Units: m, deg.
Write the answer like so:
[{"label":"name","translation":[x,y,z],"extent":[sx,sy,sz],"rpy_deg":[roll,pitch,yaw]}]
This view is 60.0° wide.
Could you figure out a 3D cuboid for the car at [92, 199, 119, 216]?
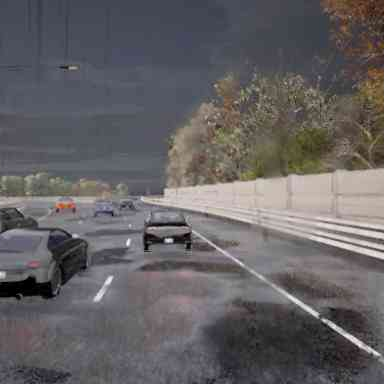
[{"label":"car","translation":[-8.882,1.597,33.203],"extent":[2.033,1.411,5.357],"rpy_deg":[0,0,-18]}]

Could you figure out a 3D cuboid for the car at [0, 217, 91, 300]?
[{"label":"car","translation":[-3.951,1.585,8.474],"extent":[1.994,1.385,4.181],"rpy_deg":[0,0,-4]}]

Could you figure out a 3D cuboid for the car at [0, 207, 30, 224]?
[{"label":"car","translation":[-8.086,1.395,13.918],"extent":[2.097,1.767,4.553],"rpy_deg":[0,0,-8]}]

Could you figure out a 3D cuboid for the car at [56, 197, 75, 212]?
[{"label":"car","translation":[-15.469,1.436,40.667],"extent":[2.097,1.767,4.553],"rpy_deg":[0,0,-23]}]

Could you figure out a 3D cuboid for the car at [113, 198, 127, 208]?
[{"label":"car","translation":[-11.136,1.664,51.210],"extent":[1.895,1.301,4.718],"rpy_deg":[0,0,-14]}]

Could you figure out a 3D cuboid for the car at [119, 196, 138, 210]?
[{"label":"car","translation":[-8.722,1.555,43.592],"extent":[1.837,1.490,4.892],"rpy_deg":[0,0,-18]}]

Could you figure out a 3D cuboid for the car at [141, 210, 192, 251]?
[{"label":"car","translation":[-1.124,1.499,14.143],"extent":[2.128,1.511,4.902],"rpy_deg":[0,0,-7]}]
